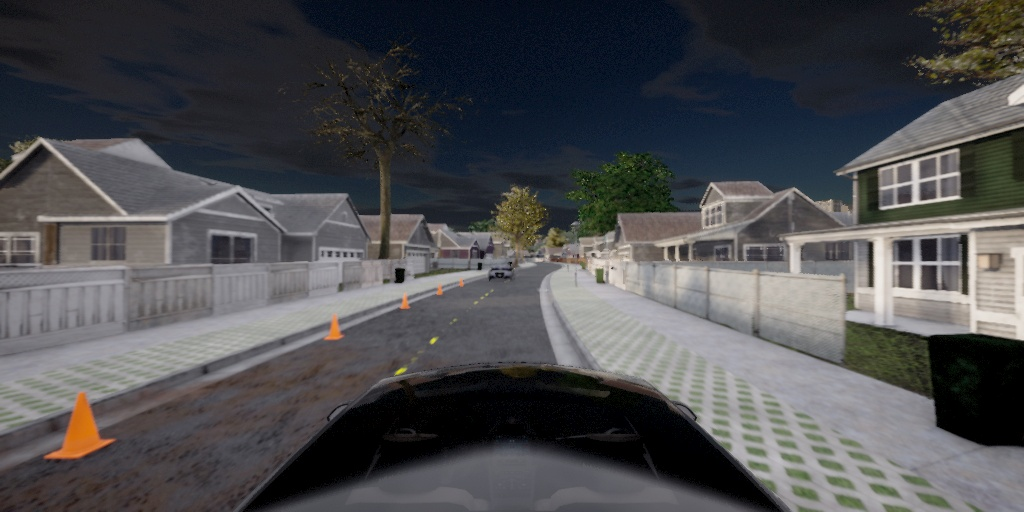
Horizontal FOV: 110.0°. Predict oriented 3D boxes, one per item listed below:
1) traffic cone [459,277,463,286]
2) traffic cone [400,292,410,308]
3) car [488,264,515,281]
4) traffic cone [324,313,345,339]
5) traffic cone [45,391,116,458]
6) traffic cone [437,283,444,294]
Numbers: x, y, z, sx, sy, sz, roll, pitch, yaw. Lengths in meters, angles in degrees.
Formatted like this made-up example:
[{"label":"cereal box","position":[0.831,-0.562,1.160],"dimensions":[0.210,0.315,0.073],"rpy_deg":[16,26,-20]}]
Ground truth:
[{"label":"traffic cone","position":[-3.373,1.709,23.864],"dimensions":[0.340,0.580,0.340],"rpy_deg":[0,0,5]},{"label":"traffic cone","position":[-4.109,1.697,13.790],"dimensions":[0.340,0.580,0.340],"rpy_deg":[0,0,3]},{"label":"car","position":[-0.802,1.331,30.136],"dimensions":[1.994,1.385,4.181],"rpy_deg":[0,0,5]},{"label":"traffic cone","position":[-4.321,1.693,8.743],"dimensions":[0.340,0.580,0.340],"rpy_deg":[0,0,2]},{"label":"traffic cone","position":[-4.429,1.693,3.692],"dimensions":[0.340,0.580,0.340],"rpy_deg":[0,0,1]},{"label":"traffic cone","position":[-3.793,1.702,18.830],"dimensions":[0.340,0.580,0.340],"rpy_deg":[0,0,4]}]
